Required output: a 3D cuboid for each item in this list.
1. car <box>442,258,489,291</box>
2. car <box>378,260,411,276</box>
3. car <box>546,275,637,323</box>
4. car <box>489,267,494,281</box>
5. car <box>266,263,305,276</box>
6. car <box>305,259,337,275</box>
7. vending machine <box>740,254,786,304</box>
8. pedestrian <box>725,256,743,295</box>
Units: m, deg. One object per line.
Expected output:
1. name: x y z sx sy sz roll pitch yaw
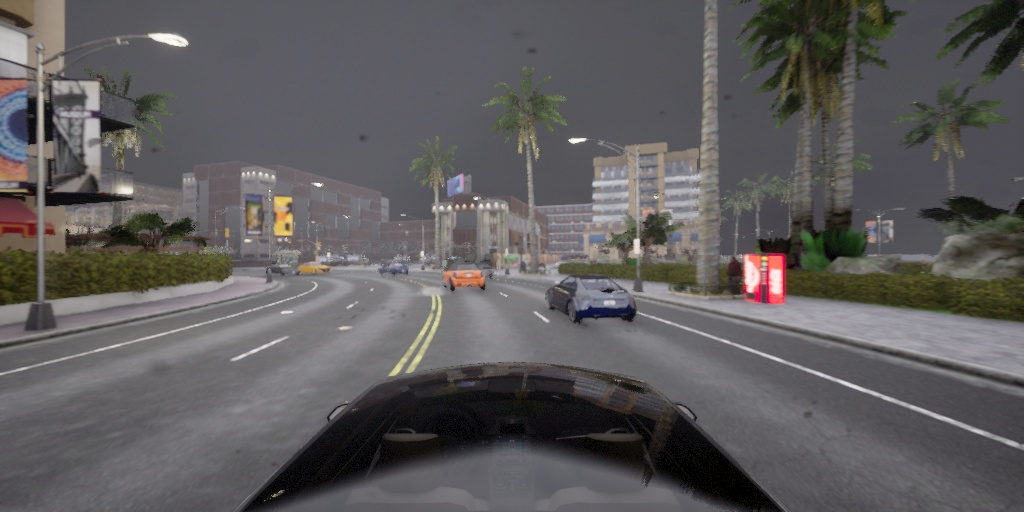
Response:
1. car: -3.208 1.182 23.032 2.097 1.767 4.553 -1 0 -18
2. car: -13.295 1.453 40.178 1.812 1.442 4.674 1 -1 -44
3. car: 2.508 1.320 12.289 1.994 1.385 4.181 0 0 -9
4. car: -3.203 1.327 31.032 2.128 1.511 4.902 0 0 -26
5. car: -26.345 1.575 41.176 4.674 1.442 1.812 0 0 31
6. car: -24.167 1.483 43.916 5.008 1.535 1.882 -1 0 32
7. vending machine: 9.890 0.906 14.061 1.100 2.100 0.880 0 0 -9
8. pedestrian: 9.554 0.857 15.359 0.375 1.860 0.375 0 0 -10
